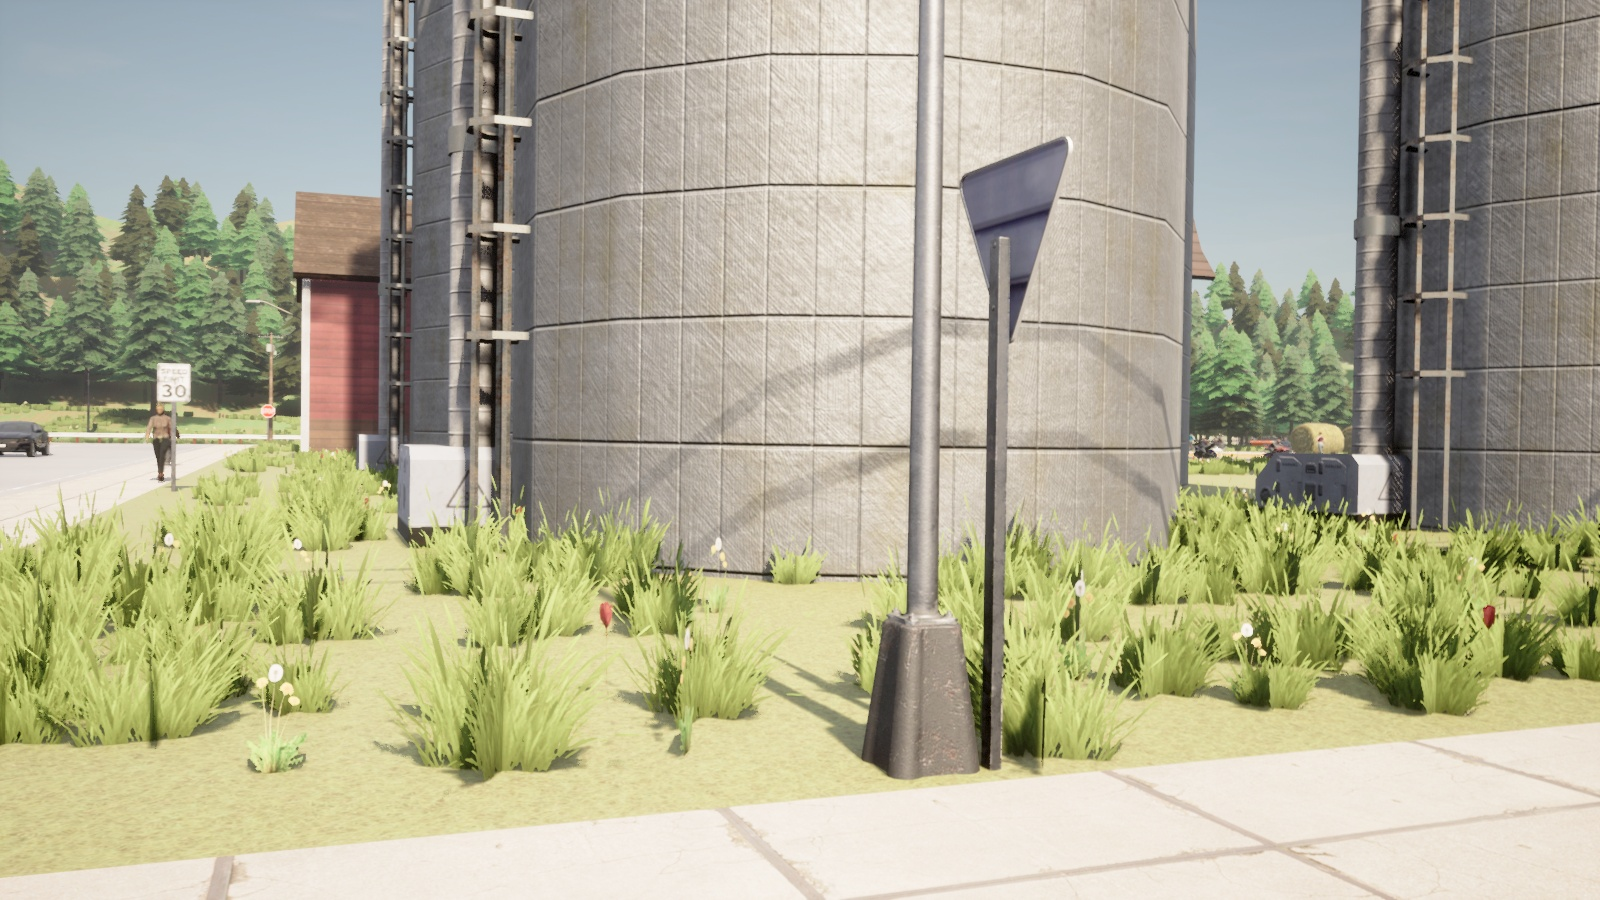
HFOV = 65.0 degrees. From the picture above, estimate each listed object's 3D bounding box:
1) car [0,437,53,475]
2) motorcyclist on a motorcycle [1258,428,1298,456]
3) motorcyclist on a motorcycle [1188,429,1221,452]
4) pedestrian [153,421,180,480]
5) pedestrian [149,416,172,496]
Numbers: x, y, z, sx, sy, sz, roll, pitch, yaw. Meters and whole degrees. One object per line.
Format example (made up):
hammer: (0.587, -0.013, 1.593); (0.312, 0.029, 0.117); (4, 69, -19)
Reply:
car: (-33.169, 0.228, 53.114); (1.882, 1.535, 5.008); (-1, 1, -22)
motorcyclist on a motorcycle: (27.201, -0.464, 71.523); (0.866, 1.530, 2.191); (0, 0, -22)
motorcyclist on a motorcycle: (26.571, -0.616, 82.572); (0.866, 1.530, 2.191); (-1, 1, -22)
pedestrian: (-20.180, 0.006, 40.000); (0.634, 1.844, 0.899); (-1, 1, -20)
pedestrian: (-14.859, 0.129, 29.189); (0.331, 1.846, 0.634); (-1, 1, -16)
